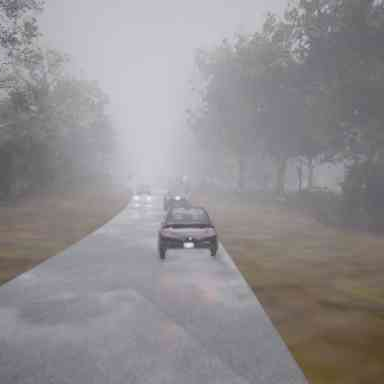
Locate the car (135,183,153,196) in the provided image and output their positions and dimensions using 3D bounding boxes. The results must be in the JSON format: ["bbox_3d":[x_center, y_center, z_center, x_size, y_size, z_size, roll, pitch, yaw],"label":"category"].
[{"bbox_3d":[-6.108,-0.329,41.908,1.837,1.490,4.892,1,4,-9],"label":"car"}]

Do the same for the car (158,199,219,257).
[{"bbox_3d":[-0.188,1.244,11.854,2.128,1.511,4.902,0,1,-2],"label":"car"}]

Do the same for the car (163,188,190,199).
[{"bbox_3d":[-1.326,0.444,27.927,2.097,1.767,4.553,1,3,-6],"label":"car"}]
